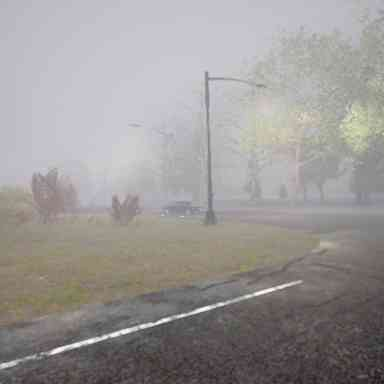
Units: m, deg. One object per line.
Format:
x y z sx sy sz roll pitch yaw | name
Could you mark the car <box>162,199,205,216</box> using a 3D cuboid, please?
-0.868 1.503 32.695 4.892 1.490 1.837 -1 1 44 | car
